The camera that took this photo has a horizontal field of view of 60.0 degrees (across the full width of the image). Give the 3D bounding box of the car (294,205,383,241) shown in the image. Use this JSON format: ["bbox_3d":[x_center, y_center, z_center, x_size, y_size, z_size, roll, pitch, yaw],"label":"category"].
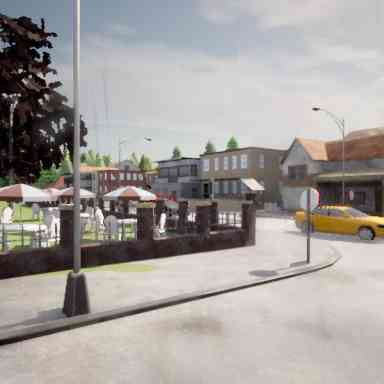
[{"bbox_3d":[7.641,1.473,16.911,1.882,1.535,5.008,0,0,-37],"label":"car"}]

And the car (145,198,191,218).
[{"bbox_3d":[-2.296,1.542,30.745,2.033,1.411,5.357,0,0,-35],"label":"car"}]

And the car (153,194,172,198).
[{"bbox_3d":[-4.440,1.215,40.988,2.150,2.045,5.566,0,0,-35],"label":"car"}]

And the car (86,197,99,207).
[{"bbox_3d":[-14.472,1.488,47.969,2.128,1.511,4.902,0,0,-35],"label":"car"}]

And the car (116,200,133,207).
[{"bbox_3d":[-10.451,1.558,49.437,1.994,1.385,4.181,0,0,-35],"label":"car"}]
